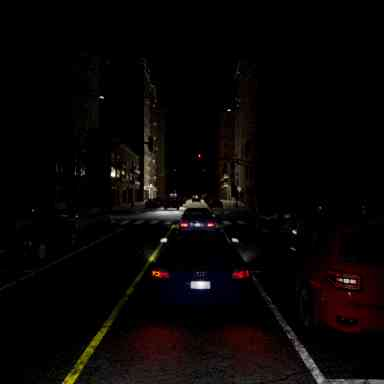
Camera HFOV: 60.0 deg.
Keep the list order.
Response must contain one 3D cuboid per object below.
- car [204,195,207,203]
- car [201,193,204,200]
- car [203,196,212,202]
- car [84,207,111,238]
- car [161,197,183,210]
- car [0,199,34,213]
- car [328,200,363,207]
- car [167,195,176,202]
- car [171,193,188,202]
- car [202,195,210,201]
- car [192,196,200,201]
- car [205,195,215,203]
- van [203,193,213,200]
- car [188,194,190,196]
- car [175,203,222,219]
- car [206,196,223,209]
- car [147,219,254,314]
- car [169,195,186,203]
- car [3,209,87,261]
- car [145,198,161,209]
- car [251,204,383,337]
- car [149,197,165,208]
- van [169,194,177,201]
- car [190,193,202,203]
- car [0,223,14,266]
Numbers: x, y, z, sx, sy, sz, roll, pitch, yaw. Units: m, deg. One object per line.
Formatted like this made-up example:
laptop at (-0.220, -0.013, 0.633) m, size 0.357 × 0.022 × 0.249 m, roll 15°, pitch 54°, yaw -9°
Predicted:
car at (3.379, 1.596, 56.199) m, size 1.802 × 1.307 × 4.206 m, roll 1°, pitch 0°, yaw 1°
car at (3.525, 1.334, 67.545) m, size 2.192 × 1.841 × 5.009 m, roll 1°, pitch 0°, yaw 1°
car at (3.666, 1.607, 78.890) m, size 1.802 × 1.307 × 4.206 m, roll 1°, pitch 0°, yaw 1°
car at (-5.634, 1.529, 17.782) m, size 1.752 × 1.417 × 4.829 m, roll 1°, pitch 0°, yaw 1°
car at (-2.559, 1.611, 43.175) m, size 1.895 × 1.301 × 4.718 m, roll 0°, pitch 0°, yaw 1°
car at (-16.425, 1.341, 29.272) m, size 4.902 × 1.511 × 2.128 m, roll 1°, pitch -1°, yaw 1°
car at (13.988, 1.502, 31.920) m, size 4.553 × 1.767 × 2.097 m, roll 0°, pitch -1°, yaw 1°
car at (-4.857, 1.465, 79.004) m, size 1.967 × 1.590 × 4.097 m, roll 1°, pitch 0°, yaw 1°
car at (-2.283, 1.368, 62.248) m, size 2.097 × 1.767 × 4.553 m, roll 0°, pitch 0°, yaw 1°
car at (3.810, 1.598, 90.236) m, size 1.947 × 1.339 × 4.313 m, roll 1°, pitch 0°, yaw 1°
car at (1.068, 1.624, 84.928) m, size 1.895 × 1.301 × 4.718 m, roll 0°, pitch 0°, yaw 1°
car at (3.307, 1.594, 50.526) m, size 1.802 × 1.307 × 4.206 m, roll 1°, pitch 0°, yaw 1°
van at (3.453, 1.357, 61.872) m, size 1.690 × 1.788 × 3.998 m, roll 1°, pitch 0°, yaw 1°
car at (-2.085, 1.562, 72.847) m, size 2.033 × 1.411 × 5.357 m, roll 0°, pitch 0°, yaw 1°
car at (0.269, 1.551, 17.776) m, size 2.033 × 1.411 × 5.357 m, roll 0°, pitch 0°, yaw 0°
car at (3.235, 1.592, 44.853) m, size 1.802 × 1.307 × 4.206 m, roll 1°, pitch 0°, yaw 1°
car at (0.175, 1.566, 7.712) m, size 1.994 × 1.385 × 4.181 m, roll 0°, pitch 0°, yaw 1°
car at (-2.433, 1.613, 52.607) m, size 1.895 × 1.301 × 4.718 m, roll 0°, pitch 0°, yaw 1°
car at (-5.703, 1.547, 12.328) m, size 1.887 × 1.381 × 4.507 m, roll 1°, pitch 0°, yaw 1°
car at (-5.289, 1.555, 44.970) m, size 1.887 × 1.381 × 4.507 m, roll 1°, pitch 0°, yaw 1°
car at (2.753, 1.316, 6.587) m, size 2.192 × 1.841 × 5.009 m, roll 1°, pitch 0°, yaw 1°
car at (-5.218, 1.556, 50.642) m, size 1.887 × 1.381 × 4.507 m, roll 1°, pitch 0°, yaw 1°
van at (-4.784, 1.370, 84.677) m, size 1.690 × 1.788 × 3.998 m, roll 1°, pitch 0°, yaw 1°
car at (0.950, 1.565, 71.451) m, size 2.033 × 1.411 × 5.357 m, roll 0°, pitch 0°, yaw 1°
car at (-5.776, 1.526, 6.534) m, size 1.752 × 1.417 × 4.829 m, roll 1°, pitch 0°, yaw 1°
